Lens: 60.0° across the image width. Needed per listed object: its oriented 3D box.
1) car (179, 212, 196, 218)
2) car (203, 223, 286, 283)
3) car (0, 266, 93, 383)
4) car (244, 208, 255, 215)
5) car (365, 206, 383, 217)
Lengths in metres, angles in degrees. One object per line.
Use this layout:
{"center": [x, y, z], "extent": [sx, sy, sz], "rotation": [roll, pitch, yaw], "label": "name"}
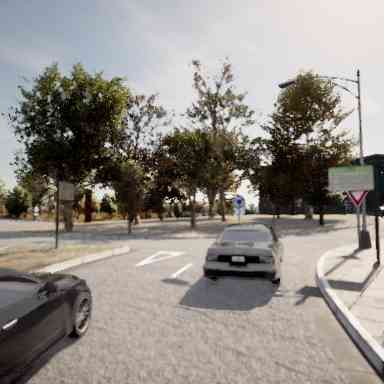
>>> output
{"center": [-2.183, 6.790, 94.585], "extent": [4.892, 1.521, 2.231], "rotation": [0, -5, -10], "label": "car"}
{"center": [1.730, 1.629, 9.847], "extent": [2.033, 1.411, 5.357], "rotation": [-1, -2, 16], "label": "car"}
{"center": [-2.717, 1.544, 3.776], "extent": [1.812, 1.442, 4.674], "rotation": [0, 0, 4], "label": "car"}
{"center": [10.694, 4.163, 68.208], "extent": [1.837, 1.490, 4.892], "rotation": [3, -6, -36], "label": "car"}
{"center": [24.223, 2.525, 42.826], "extent": [2.033, 1.411, 5.357], "rotation": [0, -3, 6], "label": "car"}
